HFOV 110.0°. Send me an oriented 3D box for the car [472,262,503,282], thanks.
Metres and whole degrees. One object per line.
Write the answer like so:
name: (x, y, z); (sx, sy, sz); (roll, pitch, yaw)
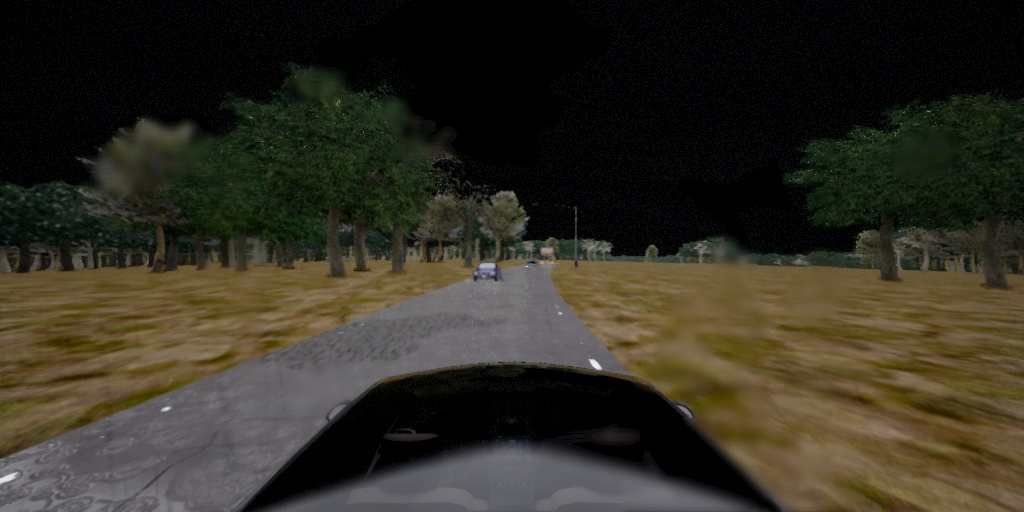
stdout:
car: (-1.905, 1.243, 29.046); (1.812, 1.442, 4.674); (0, 0, 5)
